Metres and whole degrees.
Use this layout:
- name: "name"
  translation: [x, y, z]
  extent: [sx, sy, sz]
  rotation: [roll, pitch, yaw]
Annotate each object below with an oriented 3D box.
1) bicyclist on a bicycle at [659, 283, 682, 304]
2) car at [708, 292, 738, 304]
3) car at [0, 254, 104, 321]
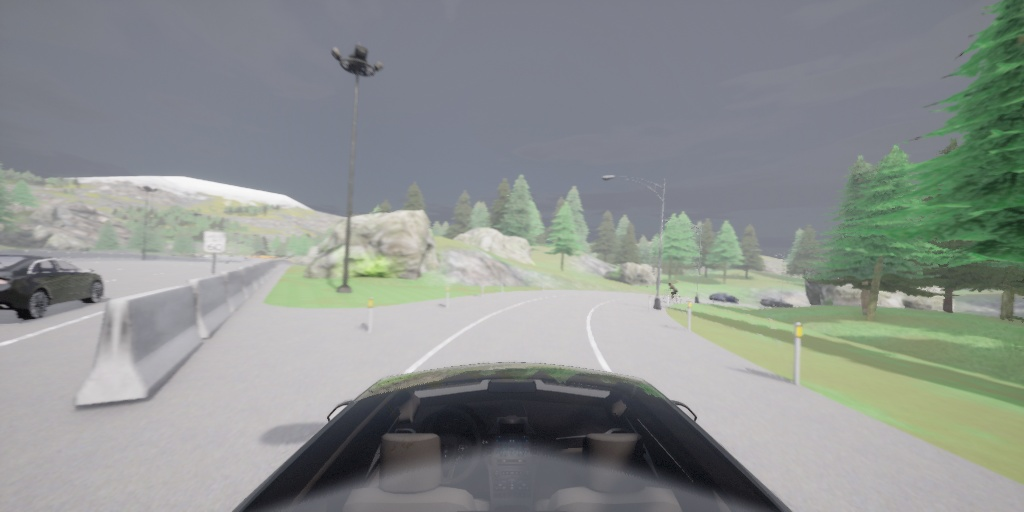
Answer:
- name: "bicyclist on a bicycle"
  translation: [12.553, 2.938, 28.329]
  extent: [1.656, 1.620, 0.582]
  rotation: [6, -1, 34]
- name: "car"
  translation: [28.988, 5.691, 49.059]
  extent: [4.181, 1.385, 1.994]
  rotation: [8, -2, -25]
- name: "car"
  translation: [-12.800, 0.707, 9.338]
  extent: [2.128, 1.511, 4.902]
  rotation: [3, -1, -31]
